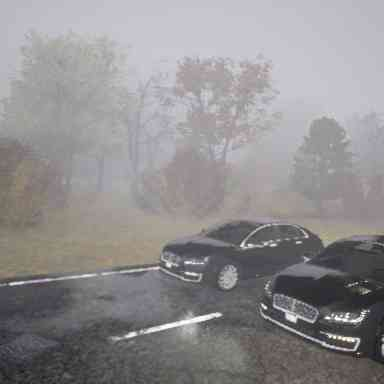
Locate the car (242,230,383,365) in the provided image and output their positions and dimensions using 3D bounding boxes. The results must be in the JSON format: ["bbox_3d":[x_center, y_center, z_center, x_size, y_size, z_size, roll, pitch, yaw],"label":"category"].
[{"bbox_3d":[3.379,1.603,6.061,4.892,1.490,1.837,3,1,-35],"label":"car"}]

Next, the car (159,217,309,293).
[{"bbox_3d":[1.479,1.439,8.692,4.892,1.490,1.837,3,1,-35],"label":"car"}]
